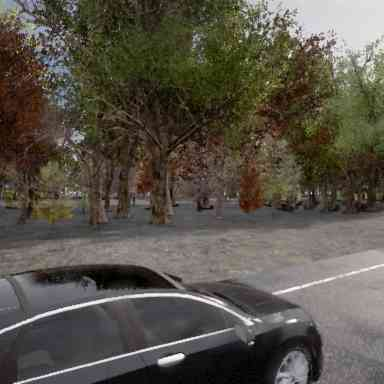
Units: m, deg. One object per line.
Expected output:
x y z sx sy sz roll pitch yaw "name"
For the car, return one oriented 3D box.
-0.706 1.503 3.246 4.892 1.490 1.837 1 0 -35 "car"
